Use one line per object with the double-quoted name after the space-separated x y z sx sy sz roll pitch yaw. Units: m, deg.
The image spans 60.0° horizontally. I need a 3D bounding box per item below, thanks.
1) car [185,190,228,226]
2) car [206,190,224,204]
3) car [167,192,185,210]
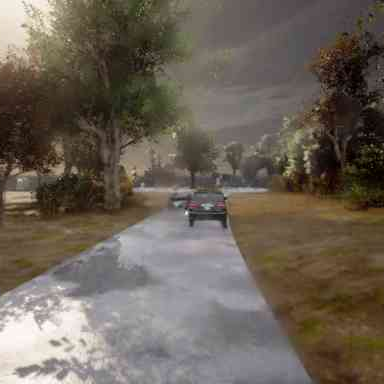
1.028 0.873 20.459 2.150 2.045 5.566 0 2 4 "car"
2.670 0.493 37.968 1.994 1.385 4.181 0 3 5 "car"
-1.016 0.752 29.894 2.128 1.511 4.902 2 2 6 "car"
